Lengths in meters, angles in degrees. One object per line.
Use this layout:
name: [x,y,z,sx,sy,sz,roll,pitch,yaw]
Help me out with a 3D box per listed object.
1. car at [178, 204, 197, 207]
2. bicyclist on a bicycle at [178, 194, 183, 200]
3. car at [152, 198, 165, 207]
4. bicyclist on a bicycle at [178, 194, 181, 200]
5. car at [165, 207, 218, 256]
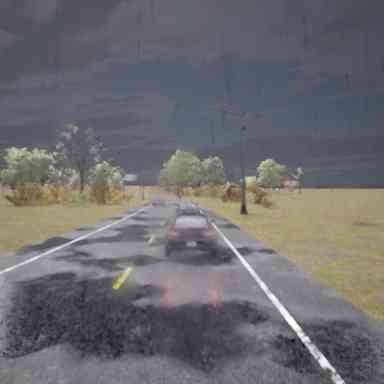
car: [-0.342,1.600,26.413,1.895,1.301,4.718,0,0,-1]
bicyclist on a bicycle: [-2.773,1.404,84.441,0.866,1.612,1.509,0,0,-5]
car: [-4.938,1.543,50.077,2.033,1.411,5.357,0,0,-3]
bicyclist on a bicycle: [-3.590,1.324,93.429,0.659,1.776,1.843,0,0,-5]
car: [-0.045,1.527,13.012,1.812,1.442,4.674,0,0,-1]
